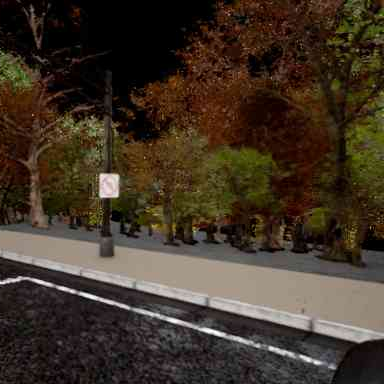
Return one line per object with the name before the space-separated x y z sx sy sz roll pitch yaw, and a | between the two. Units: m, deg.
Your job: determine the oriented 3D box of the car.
car | 2.819 1.566 1.673 4.181 1.385 1.994 0 0 36
